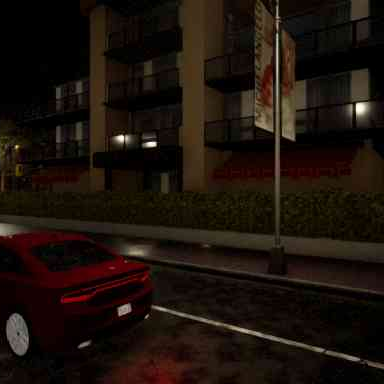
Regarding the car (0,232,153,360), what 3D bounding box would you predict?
[{"bbox_3d":[-2.973,1.478,6.016,5.008,1.535,1.882,0,0,35],"label":"car"}]
